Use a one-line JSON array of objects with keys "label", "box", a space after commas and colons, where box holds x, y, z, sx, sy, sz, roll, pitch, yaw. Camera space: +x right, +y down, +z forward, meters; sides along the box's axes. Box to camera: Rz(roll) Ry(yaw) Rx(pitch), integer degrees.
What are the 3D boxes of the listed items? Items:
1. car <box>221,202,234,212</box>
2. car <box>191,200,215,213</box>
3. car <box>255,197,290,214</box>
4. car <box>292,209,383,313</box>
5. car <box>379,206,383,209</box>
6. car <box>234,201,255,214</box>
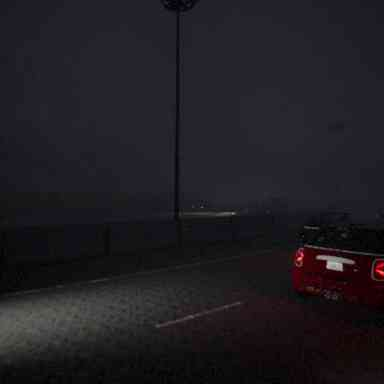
[{"label": "car", "box": [5.267, 1.979, 43.754, 1.994, 1.385, 4.181, 0, -1, 24]}, {"label": "car", "box": [1.527, 1.899, 43.955, 1.837, 1.490, 4.892, 0, 0, 25]}, {"label": "car", "box": [8.995, 1.592, 35.674, 2.150, 2.045, 5.566, 0, -1, 29]}, {"label": "car", "box": [4.317, 1.446, 7.728, 4.553, 1.767, 2.097, 1, -1, -41]}, {"label": "car", "box": [19.985, 2.018, 33.598, 1.895, 1.301, 4.718, 0, -1, 27]}, {"label": "car", "box": [7.141, 1.882, 39.603, 2.128, 1.511, 4.902, 0, 0, 26]}]
